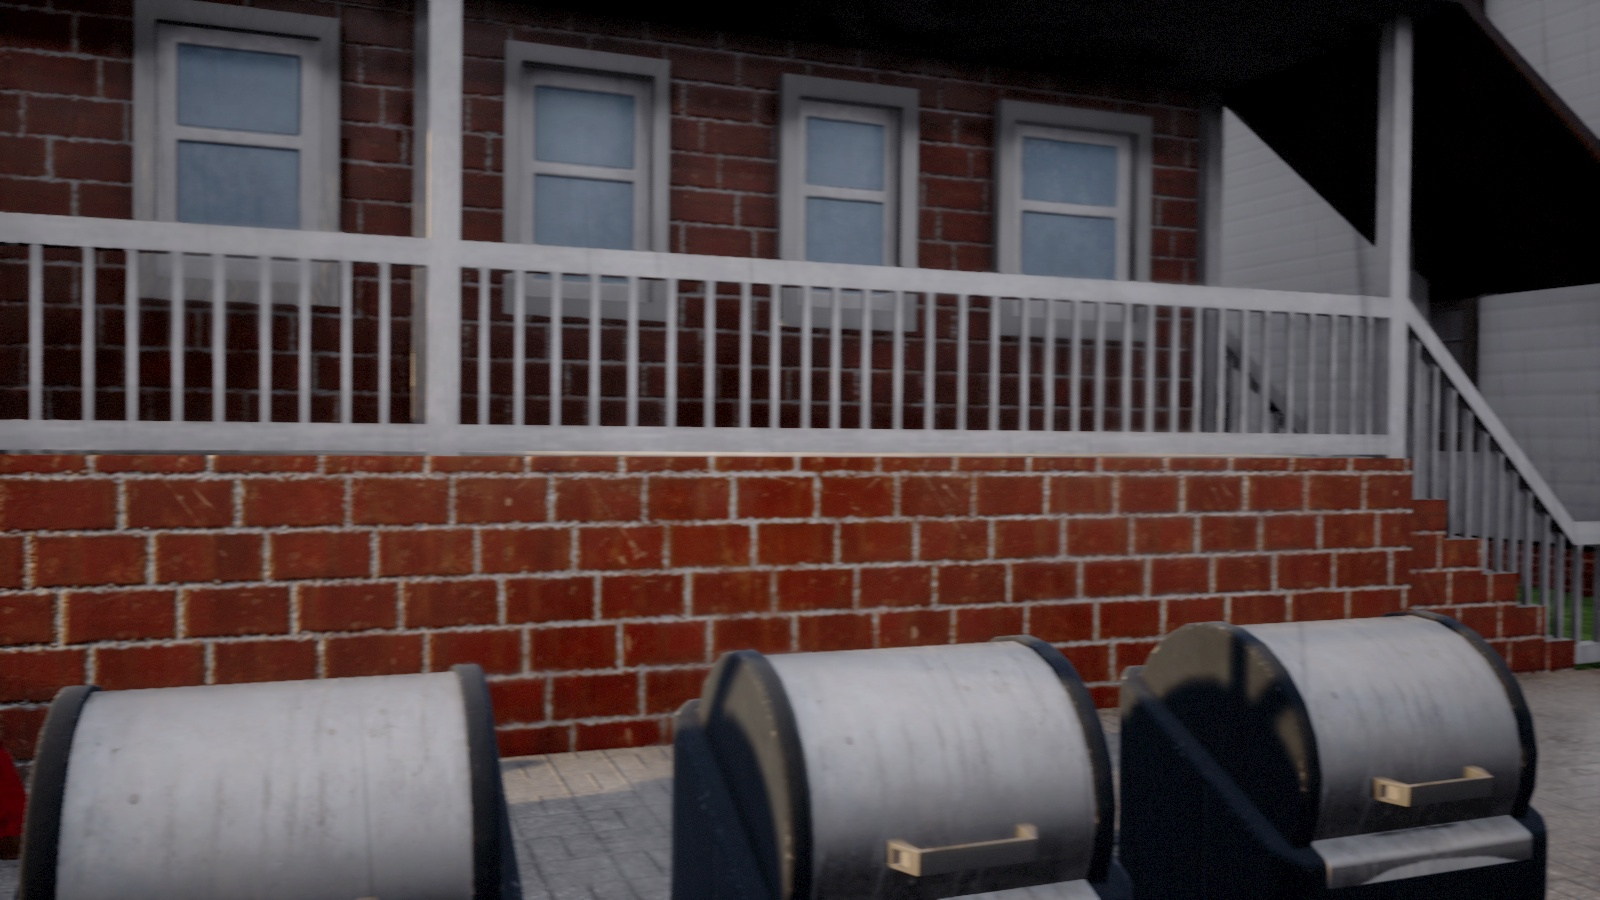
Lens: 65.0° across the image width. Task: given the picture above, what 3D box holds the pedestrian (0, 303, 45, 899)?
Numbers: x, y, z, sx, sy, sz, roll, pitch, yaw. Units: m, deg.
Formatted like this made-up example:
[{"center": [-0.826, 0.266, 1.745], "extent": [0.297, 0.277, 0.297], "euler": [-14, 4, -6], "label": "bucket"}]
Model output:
[{"center": [-2.804, 0.473, 3.973], "extent": [0.614, 1.847, 0.353], "euler": [-1, 1, -17], "label": "pedestrian"}]
